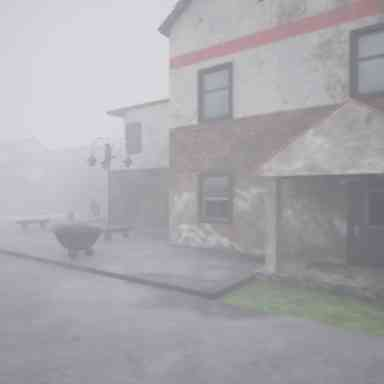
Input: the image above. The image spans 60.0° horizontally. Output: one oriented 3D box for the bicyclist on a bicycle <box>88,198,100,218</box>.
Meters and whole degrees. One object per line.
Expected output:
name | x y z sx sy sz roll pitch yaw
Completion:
bicyclist on a bicycle | -8.165 1.352 27.670 1.656 1.620 0.582 0 0 35
